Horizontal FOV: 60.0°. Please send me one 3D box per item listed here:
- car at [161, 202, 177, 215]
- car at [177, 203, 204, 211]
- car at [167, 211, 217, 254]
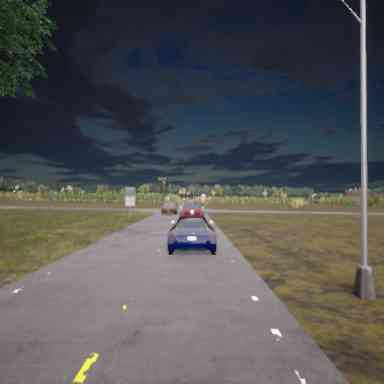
[{"bbox_3d":[-2.741,2.015,41.271,1.882,1.535,5.008,0,-1,0],"label":"car"},{"bbox_3d":[0.013,1.698,29.083,2.097,1.767,4.553,0,-1,0],"label":"car"},{"bbox_3d":[0.008,1.718,14.325,1.994,1.385,4.181,0,-1,0],"label":"car"}]
